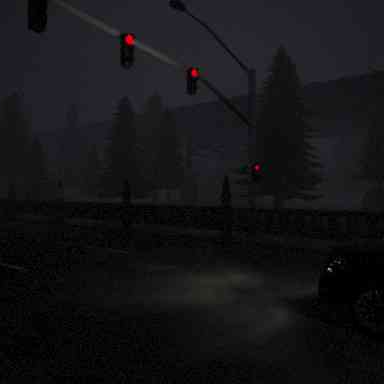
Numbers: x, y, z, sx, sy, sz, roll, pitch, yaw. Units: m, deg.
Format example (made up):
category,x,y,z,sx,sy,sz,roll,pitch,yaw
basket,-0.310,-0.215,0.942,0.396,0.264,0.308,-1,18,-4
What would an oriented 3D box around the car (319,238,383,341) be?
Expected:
category,x,y,z,sx,sy,sz,roll,pitch,yaw
car,4.856,1.228,4.826,5.566,2.045,2.150,0,0,36
